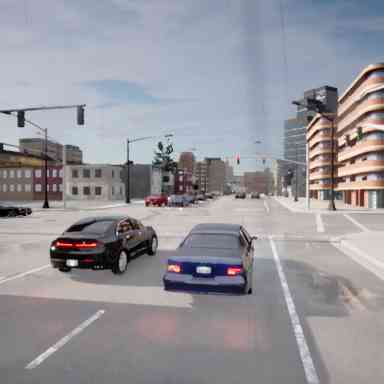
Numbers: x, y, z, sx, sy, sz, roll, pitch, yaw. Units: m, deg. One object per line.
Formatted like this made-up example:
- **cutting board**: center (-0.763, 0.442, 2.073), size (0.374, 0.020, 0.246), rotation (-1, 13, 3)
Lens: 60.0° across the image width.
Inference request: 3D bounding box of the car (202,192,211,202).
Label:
- **car**: center (1.770, 1.115, 65.949), size (2.033, 1.411, 5.357), rotation (0, 1, 12)

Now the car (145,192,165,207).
- **car**: center (-5.152, 1.077, 49.265), size (2.150, 2.045, 5.566), rotation (0, 1, 11)

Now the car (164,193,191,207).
- **car**: center (-1.944, 1.219, 47.389), size (2.097, 1.767, 4.553), rotation (0, 1, 11)

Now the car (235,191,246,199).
- **car**: center (11.099, 0.896, 76.969), size (1.994, 1.385, 4.181), rotation (0, 1, 11)

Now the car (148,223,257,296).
- **car**: center (0.708, 1.547, 8.860), size (2.033, 1.411, 5.357), rotation (0, 0, 11)

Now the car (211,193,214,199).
- **car**: center (3.813, 0.857, 76.189), size (1.882, 1.535, 5.008), rotation (0, 1, 11)

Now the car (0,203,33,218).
- **car**: center (-16.577, 1.599, 29.188), size (4.718, 1.301, 1.895), rotation (0, 0, 7)

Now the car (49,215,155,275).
- **car**: center (-2.509, 1.504, 10.604), size (1.837, 1.490, 4.892), rotation (0, 0, 11)

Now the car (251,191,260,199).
- **car**: center (14.347, 0.875, 75.342), size (2.128, 1.511, 4.902), rotation (0, 1, 11)

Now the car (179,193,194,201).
- **car**: center (-1.127, 1.068, 69.196), size (2.033, 1.411, 5.357), rotation (0, 1, 11)

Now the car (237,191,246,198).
- **car**: center (12.995, 0.546, 86.620), size (2.097, 1.767, 4.553), rotation (0, 1, 11)

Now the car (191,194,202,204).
- **car**: center (-0.184, 1.231, 56.299), size (2.128, 1.511, 4.902), rotation (0, 1, 11)

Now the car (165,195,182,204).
- **car**: center (-3.249, 1.234, 58.822), size (1.812, 1.442, 4.674), rotation (0, 1, 12)

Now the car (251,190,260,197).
- **car**: center (16.351, 0.458, 85.546), size (2.097, 1.767, 4.553), rotation (0, 1, 11)
